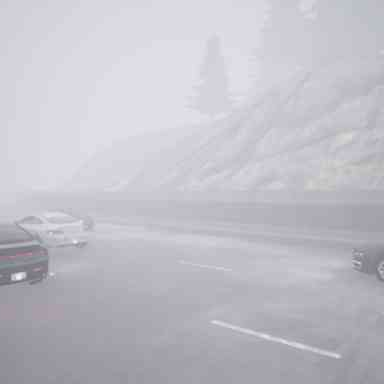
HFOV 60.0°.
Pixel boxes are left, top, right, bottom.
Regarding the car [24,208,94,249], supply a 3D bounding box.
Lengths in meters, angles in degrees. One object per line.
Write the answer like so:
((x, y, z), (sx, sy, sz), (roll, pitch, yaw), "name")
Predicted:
((-5.950, 1.539, 13.471), (4.674, 1.442, 1.812), (0, 0, 41), "car")

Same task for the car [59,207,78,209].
((-7.587, 1.585, 19.720), (4.181, 1.385, 1.994), (0, 0, 43), "car")

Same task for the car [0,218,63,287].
((-5.484, 1.509, 8.476), (4.892, 1.490, 1.837), (0, 0, 39), "car")

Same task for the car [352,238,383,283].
((6.554, 1.537, 7.996), (4.892, 1.490, 1.837), (0, 0, 35), "car")
